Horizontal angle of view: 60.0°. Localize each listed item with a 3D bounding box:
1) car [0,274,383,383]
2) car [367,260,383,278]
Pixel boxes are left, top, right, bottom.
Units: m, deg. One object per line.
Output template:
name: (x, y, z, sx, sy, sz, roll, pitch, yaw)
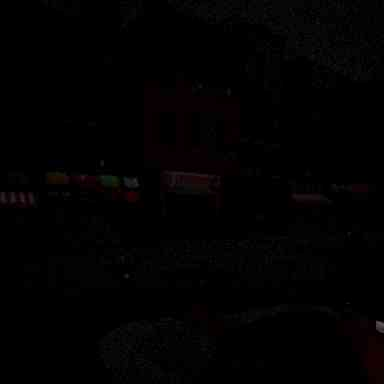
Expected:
car: (0.122, 1.606, 2.908, 4.206, 1.307, 1.802, 1, 1, -35)
car: (4.638, 1.653, 6.103, 4.313, 1.339, 1.947, 1, 1, -35)
